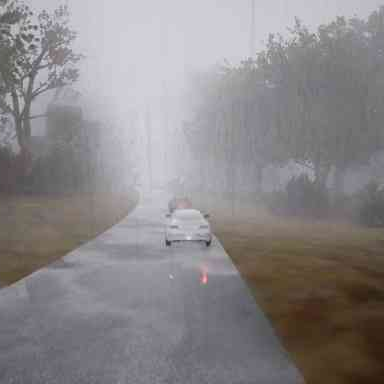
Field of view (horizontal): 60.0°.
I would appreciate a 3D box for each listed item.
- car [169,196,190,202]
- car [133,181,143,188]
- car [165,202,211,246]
[{"bbox_3d":[-1.091,1.036,29.718,1.994,1.385,4.181,0,3,-5],"label":"car"},{"bbox_3d":[-12.223,-1.765,75.472,2.033,1.411,5.357,1,3,-16],"label":"car"},{"bbox_3d":[-0.192,1.431,14.683,1.812,1.442,4.674,0,1,-2],"label":"car"}]
